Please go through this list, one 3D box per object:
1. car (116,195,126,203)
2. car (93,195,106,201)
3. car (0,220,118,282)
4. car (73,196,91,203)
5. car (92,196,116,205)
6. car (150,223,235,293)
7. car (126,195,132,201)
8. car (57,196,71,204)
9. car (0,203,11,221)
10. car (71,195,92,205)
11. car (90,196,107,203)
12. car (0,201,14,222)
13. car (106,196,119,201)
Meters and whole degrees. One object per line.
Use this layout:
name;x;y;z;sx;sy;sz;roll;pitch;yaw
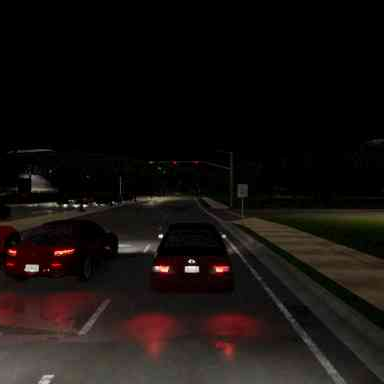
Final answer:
car;-16.277;1.564;71.914;2.033;1.411;5.357;0;0;0
car;-23.275;1.579;83.820;1.994;1.385;4.181;0;0;0
car;-3.497;1.529;9.693;1.812;1.442;4.674;0;0;1
car;-23.277;1.549;70.753;2.128;1.511;4.902;0;0;0
car;-16.323;1.568;61.853;2.033;1.411;5.357;0;0;1
car;0.006;1.550;8.983;2.033;1.411;5.357;0;0;0
car;-16.275;1.527;83.758;1.837;1.490;4.892;0;0;0
car;-23.315;1.525;61.627;1.837;1.490;4.892;0;0;1
car;-6.991;1.355;9.747;2.097;1.767;4.553;0;0;0
car;-19.827;1.372;61.085;2.097;1.767;4.553;0;0;0
car;-19.777;1.563;70.497;2.033;1.411;5.357;0;0;0
car;-15.465;1.486;24.821;1.882;1.535;5.008;0;0;-2
car;-19.776;1.622;82.923;1.895;1.301;4.718;0;0;0
